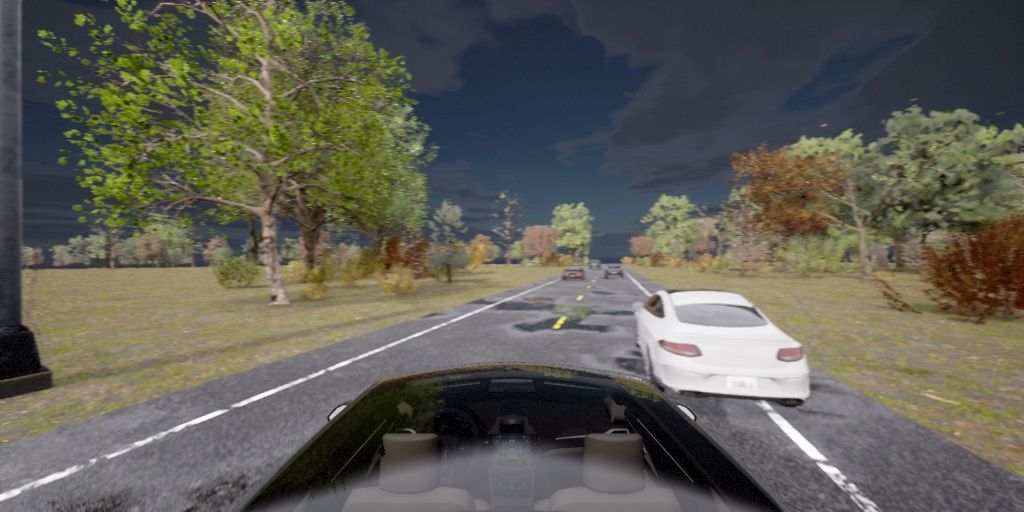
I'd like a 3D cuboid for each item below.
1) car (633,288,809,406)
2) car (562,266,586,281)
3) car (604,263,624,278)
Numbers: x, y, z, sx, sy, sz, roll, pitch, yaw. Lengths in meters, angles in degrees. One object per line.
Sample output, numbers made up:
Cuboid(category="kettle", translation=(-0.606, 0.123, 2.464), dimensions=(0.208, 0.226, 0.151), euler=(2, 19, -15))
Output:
Cuboid(category="car", translation=(3.192, 1.277, 6.248), dimensions=(1.812, 1.442, 4.674), euler=(-1, -1, 16))
Cuboid(category="car", translation=(5.946, 1.624, 34.183), dimensions=(1.994, 1.385, 4.181), euler=(-1, -1, 16))
Cuboid(category="car", translation=(10.912, 1.536, 38.291), dimensions=(2.128, 1.511, 4.902), euler=(-1, -1, 16))
